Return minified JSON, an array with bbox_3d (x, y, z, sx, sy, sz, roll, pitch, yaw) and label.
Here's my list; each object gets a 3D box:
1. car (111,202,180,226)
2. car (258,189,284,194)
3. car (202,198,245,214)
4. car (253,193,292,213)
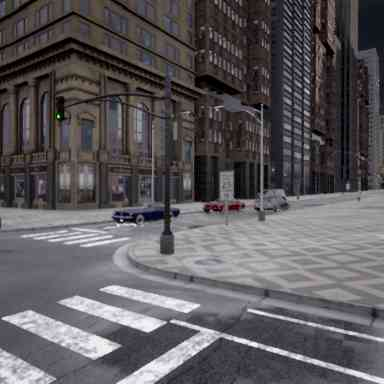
[{"bbox_3d":[-2.908,1.344,21.583,1.895,1.301,4.718,0,1,36],"label":"car"},{"bbox_3d":[9.035,0.690,38.322,2.150,2.045,5.566,0,1,36],"label":"car"},{"bbox_3d":[2.895,1.210,29.716,1.895,1.301,4.718,0,1,35],"label":"car"},{"bbox_3d":[7.568,1.124,30.767,2.033,1.411,5.357,0,1,35],"label":"car"}]
